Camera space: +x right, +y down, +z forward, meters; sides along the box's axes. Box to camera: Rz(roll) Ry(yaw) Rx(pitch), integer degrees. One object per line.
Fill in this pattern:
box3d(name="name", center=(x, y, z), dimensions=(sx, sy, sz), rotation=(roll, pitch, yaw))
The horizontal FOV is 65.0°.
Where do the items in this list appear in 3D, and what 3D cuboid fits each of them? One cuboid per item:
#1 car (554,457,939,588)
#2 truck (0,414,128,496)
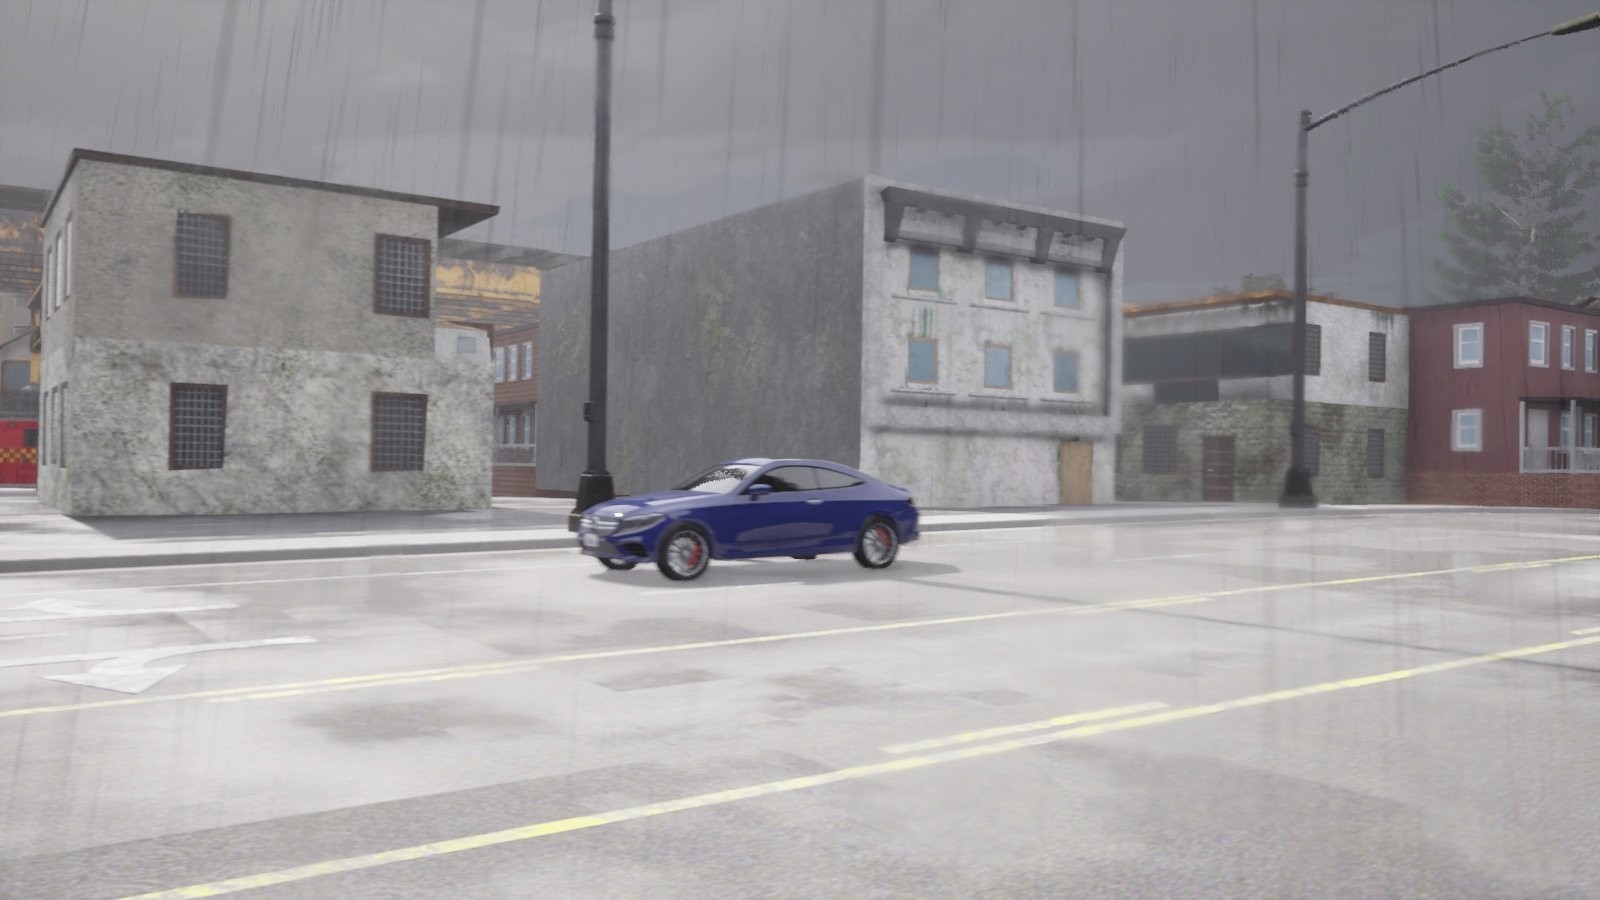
box3d(name="car", center=(-0.594, 0.813, 16.038), dimensions=(4.674, 1.442, 1.812), rotation=(0, 0, -35))
box3d(name="truck", center=(-37.340, 0.239, 60.478), dimensions=(8.468, 3.827, 2.891), rotation=(1, -1, -35))
